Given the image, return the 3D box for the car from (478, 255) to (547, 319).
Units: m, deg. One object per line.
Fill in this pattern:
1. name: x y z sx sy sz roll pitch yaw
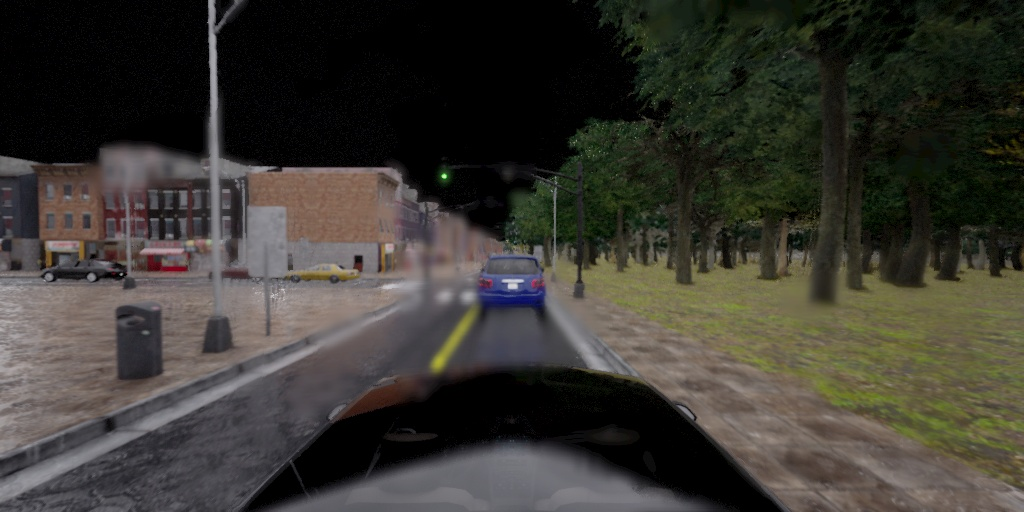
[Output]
1. car: 0.033 0.988 13.069 2.150 2.045 5.566 0 0 0

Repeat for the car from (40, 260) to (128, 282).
1. car: -29.782 1.016 25.107 4.892 1.490 1.837 0 1 0

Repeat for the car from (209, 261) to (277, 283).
1. car: -18.639 1.021 25.079 4.097 1.591 1.967 0 0 0

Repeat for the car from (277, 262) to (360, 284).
1. car: -13.268 1.140 25.111 4.829 1.417 1.751 0 0 0
